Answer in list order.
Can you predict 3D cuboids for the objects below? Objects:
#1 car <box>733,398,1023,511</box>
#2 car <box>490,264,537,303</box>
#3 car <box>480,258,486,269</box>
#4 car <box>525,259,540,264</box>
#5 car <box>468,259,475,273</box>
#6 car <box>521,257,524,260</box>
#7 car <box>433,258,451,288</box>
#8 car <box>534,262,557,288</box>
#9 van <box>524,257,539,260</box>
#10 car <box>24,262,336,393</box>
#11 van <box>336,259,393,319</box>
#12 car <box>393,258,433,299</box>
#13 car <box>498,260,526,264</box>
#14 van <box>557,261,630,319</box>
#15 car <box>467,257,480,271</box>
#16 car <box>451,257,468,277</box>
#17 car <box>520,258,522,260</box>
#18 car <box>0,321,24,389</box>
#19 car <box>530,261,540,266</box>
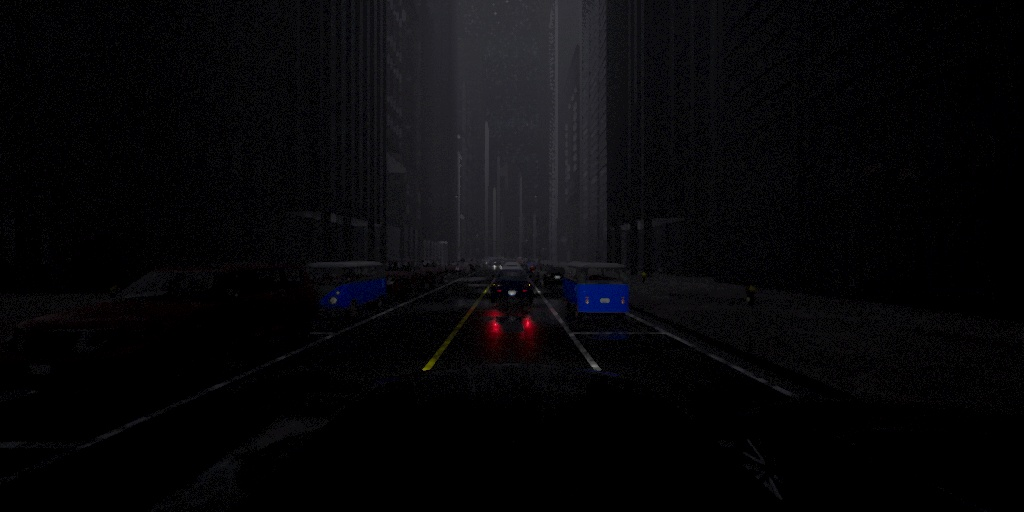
[{"bbox_3d":[2.763,1.313,1.292,1.948,1.339,4.313,0,0,0],"label":"car"},{"bbox_3d":[0.000,1.284,16.500,1.812,1.442,4.674,0,0,0],"label":"car"},{"bbox_3d":[-5.762,1.341,57.368,1.948,1.339,4.313,0,0,0],"label":"car"},{"bbox_3d":[2.763,1.308,40.555,1.888,1.381,4.507,0,0,0],"label":"car"},{"bbox_3d":[-5.762,1.313,40.540,2.007,1.370,4.403,0,0,0],"label":"car"},{"bbox_3d":[2.763,1.210,51.773,1.967,1.591,4.097,0,0,0],"label":"car"},{"bbox_3d":[-5.762,1.068,23.711,2.192,1.841,5.009,0,0,0],"label":"car"},{"bbox_3d":[2.763,1.319,23.728,1.948,1.339,4.313,0,0,0],"label":"car"},{"bbox_3d":[2.763,1.107,46.164,1.690,1.789,3.998,0,0,0],"label":"van"},{"bbox_3d":[-5.762,1.063,6.884,2.192,1.841,5.009,0,0,0],"label":"car"},{"bbox_3d":[-5.762,1.090,12.492,1.690,1.789,3.998,0,0,0],"label":"van"},{"bbox_3d":[-5.762,1.065,18.103,2.192,1.841,5.009,0,0,0],"label":"car"},{"bbox_3d":[0.000,1.291,31.500,1.812,1.442,4.674,0,0,0],"label":"car"},{"bbox_3d":[2.763,1.090,12.510,1.690,1.789,3.998,0,0,0],"label":"van"},{"bbox_3d":[-5.762,1.081,46.149,2.192,1.841,5.009,0,0,0],"label":"car"},{"bbox_3d":[-5.762,1.199,34.931,1.967,1.591,4.097,0,0,0],"label":"car"},{"bbox_3d":[2.763,1.347,62.991,1.948,1.339,4.313,0,0,0],"label":"car"},{"bbox_3d":[-5.762,1.298,1.274,2.007,1.370,4.403,0,0,0],"label":"car"},{"bbox_3d":[2.763,1.321,29.337,1.948,1.339,4.313,0,0,0],"label":"car"}]
